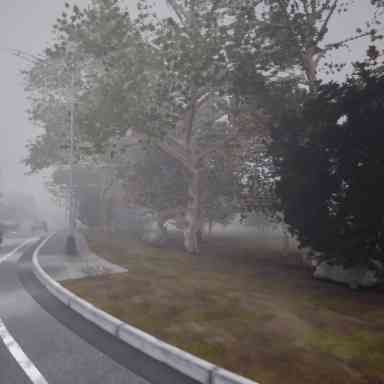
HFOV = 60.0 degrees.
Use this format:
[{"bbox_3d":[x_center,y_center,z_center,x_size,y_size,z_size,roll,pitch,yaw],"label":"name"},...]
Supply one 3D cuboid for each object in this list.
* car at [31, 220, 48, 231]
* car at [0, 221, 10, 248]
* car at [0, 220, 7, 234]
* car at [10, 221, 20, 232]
[{"bbox_3d":[-21.287,4.698,46.505,2.128,1.511,4.902,1,-6,-20],"label":"car"},{"bbox_3d":[-9.464,1.917,14.150,2.033,1.411,5.357,1,-3,-20],"label":"car"},{"bbox_3d":[-20.891,3.658,34.743,1.994,1.385,4.181,1,-6,-20],"label":"car"},{"bbox_3d":[-24.636,4.615,45.032,1.882,1.535,5.008,1,-6,-20],"label":"car"}]
